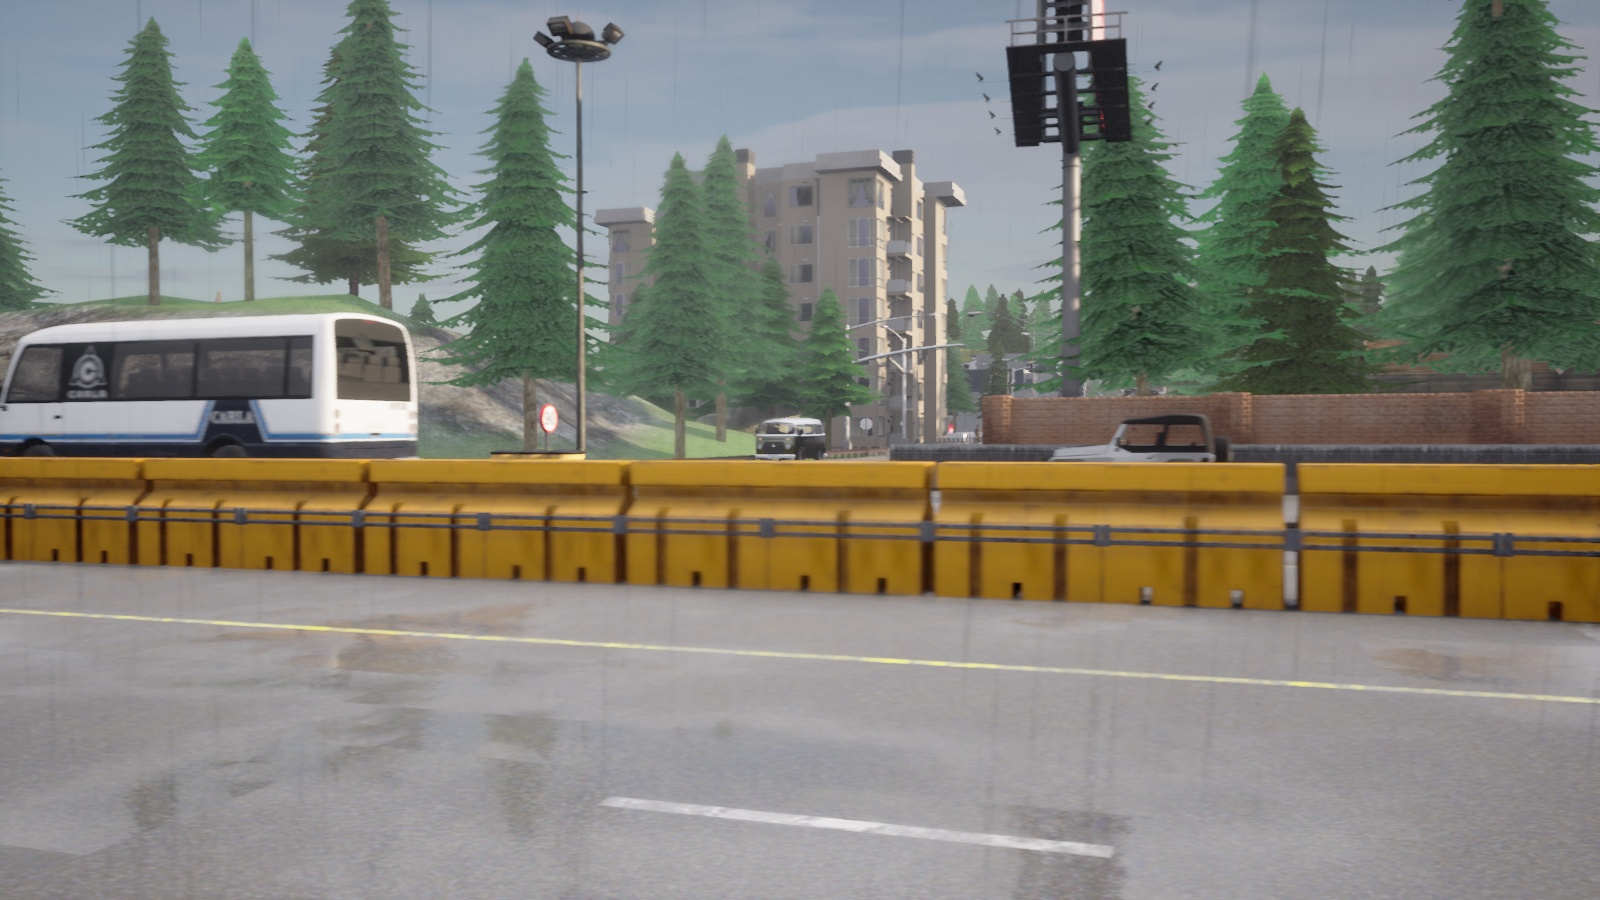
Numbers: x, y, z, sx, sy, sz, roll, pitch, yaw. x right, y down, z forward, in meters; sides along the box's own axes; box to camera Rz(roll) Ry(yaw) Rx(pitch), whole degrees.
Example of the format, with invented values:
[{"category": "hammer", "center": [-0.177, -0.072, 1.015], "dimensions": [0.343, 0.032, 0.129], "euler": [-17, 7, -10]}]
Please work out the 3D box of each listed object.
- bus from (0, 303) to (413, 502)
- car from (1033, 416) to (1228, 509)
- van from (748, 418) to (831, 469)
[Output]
[{"category": "bus", "center": [-14.933, -1.092, 30.354], "dimensions": [10.273, 4.253, 3.944], "euler": [1, 1, 19]}, {"category": "car", "center": [7.036, 0.222, 26.671], "dimensions": [3.866, 1.878, 1.905], "euler": [1, 1, 19]}, {"category": "van", "center": [-0.387, -0.311, 52.462], "dimensions": [2.069, 2.038, 4.480], "euler": [1, 1, 19]}]
